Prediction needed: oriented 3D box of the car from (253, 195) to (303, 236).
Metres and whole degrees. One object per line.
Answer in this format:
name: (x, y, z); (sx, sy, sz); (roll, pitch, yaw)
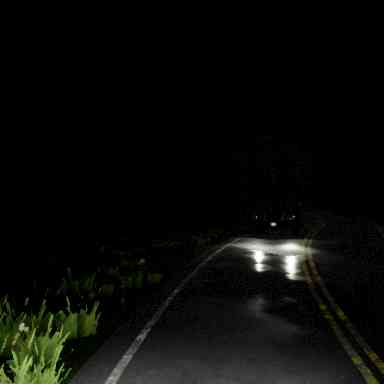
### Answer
car: (4.998, 1.214, 18.833); (2.150, 2.045, 5.566); (-2, -1, 22)
